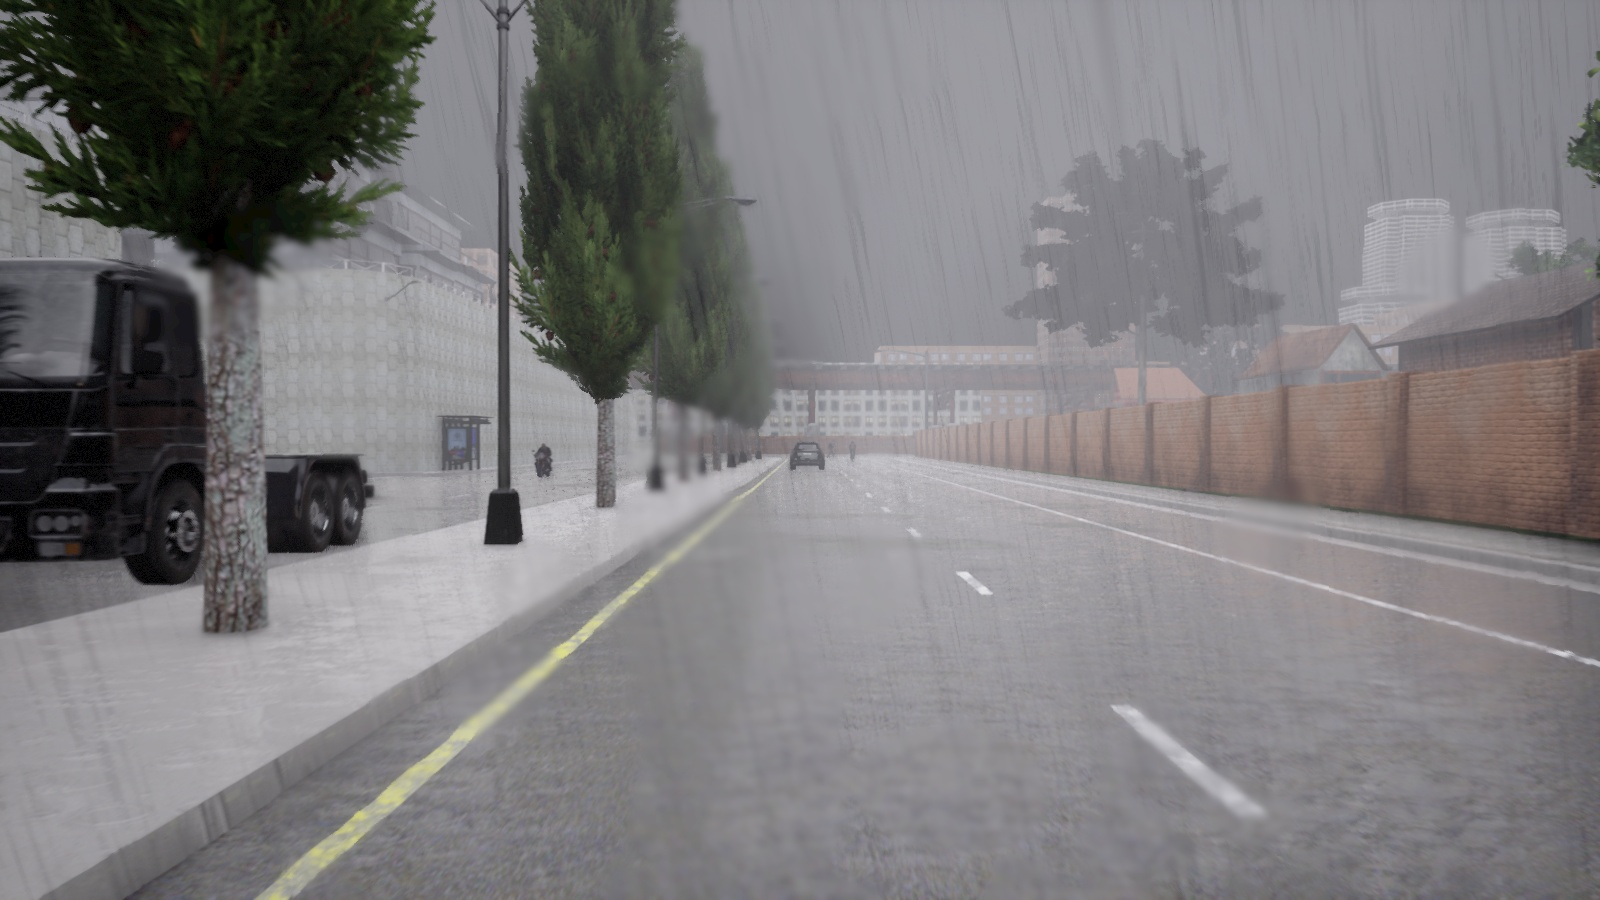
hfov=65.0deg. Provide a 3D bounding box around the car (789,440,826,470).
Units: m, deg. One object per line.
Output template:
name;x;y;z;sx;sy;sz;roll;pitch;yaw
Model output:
car;0.421;0.275;71.350;2.033;1.649;4.856;0;0;0

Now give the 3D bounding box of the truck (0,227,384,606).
truck;-7.896;-0.329;15.442;2.891;3.462;7.936;0;0;0

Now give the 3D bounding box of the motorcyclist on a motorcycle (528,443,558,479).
motorcyclist on a motorcycle;-11.174;0.465;54.639;0.866;1.530;2.191;0;0;0
